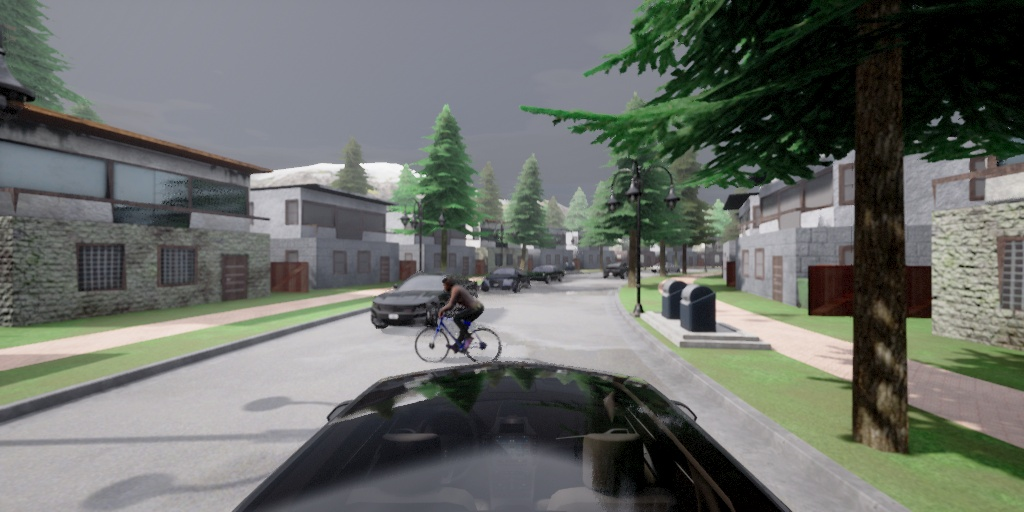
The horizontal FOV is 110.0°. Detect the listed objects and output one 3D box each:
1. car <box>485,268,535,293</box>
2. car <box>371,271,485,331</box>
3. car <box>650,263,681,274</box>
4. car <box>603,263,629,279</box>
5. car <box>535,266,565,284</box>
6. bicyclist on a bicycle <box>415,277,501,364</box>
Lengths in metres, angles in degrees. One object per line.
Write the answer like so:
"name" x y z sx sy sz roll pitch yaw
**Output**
"car" -0.269 1.372 21.133 1.994 1.385 4.181 0 0 17
"car" -2.501 1.256 11.407 1.882 1.535 5.008 0 0 11
"car" 18.989 1.483 44.171 4.718 1.301 1.895 0 0 -43
"car" 10.090 1.354 33.689 1.837 1.490 4.892 0 0 34
"car" 2.539 1.430 27.853 1.895 1.301 4.718 0 0 25
"bicyclist on a bicycle" -1.015 1.216 6.674 1.656 1.620 0.582 0 0 5
